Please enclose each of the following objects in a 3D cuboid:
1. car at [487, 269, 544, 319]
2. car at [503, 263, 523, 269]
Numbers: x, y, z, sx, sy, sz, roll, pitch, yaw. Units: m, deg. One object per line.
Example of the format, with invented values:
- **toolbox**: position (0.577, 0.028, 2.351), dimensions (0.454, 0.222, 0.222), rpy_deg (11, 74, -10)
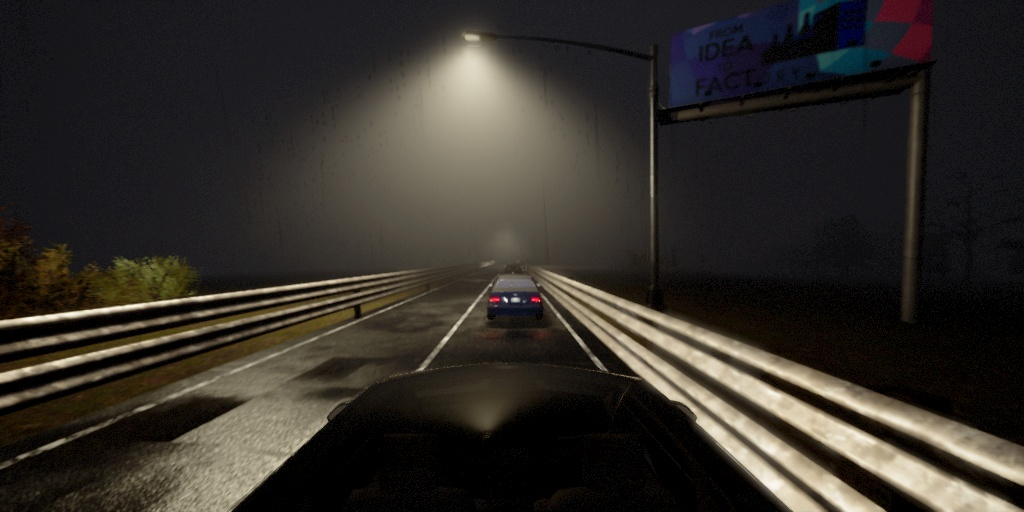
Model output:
- **car**: position (0.105, 1.368, 13.136), dimensions (2.033, 1.411, 5.357), rpy_deg (0, 0, 0)
- **car**: position (0.114, 1.481, 38.370), dimensions (1.837, 1.490, 4.892), rpy_deg (0, 0, 0)
